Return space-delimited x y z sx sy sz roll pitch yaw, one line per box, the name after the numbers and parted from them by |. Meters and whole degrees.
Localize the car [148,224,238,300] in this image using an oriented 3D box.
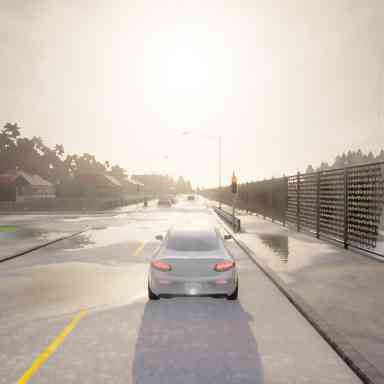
0.029 1.526 8.243 1.812 1.442 4.674 0 0 0 | car

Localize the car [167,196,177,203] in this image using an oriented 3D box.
-4.225 1.524 71.625 1.812 1.442 4.674 0 0 0 | car

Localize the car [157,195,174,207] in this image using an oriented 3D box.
-4.256 1.478 51.782 1.882 1.535 5.008 0 0 0 | car

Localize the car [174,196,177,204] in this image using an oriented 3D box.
-4.257 1.352 61.712 2.097 1.767 4.553 0 0 0 | car

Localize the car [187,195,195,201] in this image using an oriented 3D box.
-0.275 1.478 86.366 1.882 1.535 5.008 0 0 0 | car
